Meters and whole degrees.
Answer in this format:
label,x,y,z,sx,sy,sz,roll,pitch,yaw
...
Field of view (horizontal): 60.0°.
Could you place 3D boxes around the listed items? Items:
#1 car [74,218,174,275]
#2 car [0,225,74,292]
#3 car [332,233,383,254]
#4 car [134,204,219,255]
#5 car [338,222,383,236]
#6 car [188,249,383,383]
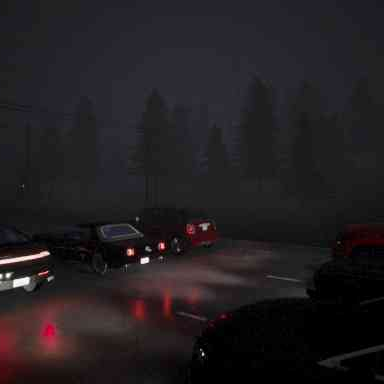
label,x,y,z,sx,sy,sz,roll,pitch,yaw
car,-3.076,1.601,10.474,4.718,1.301,1.895,0,0,37
car,-5.205,1.491,7.698,4.902,1.511,2.128,0,0,35
car,4.353,1.601,5.191,4.718,1.301,1.895,0,0,35
car,-1.256,1.352,13.480,4.553,1.767,2.097,0,0,36
car,6.413,1.221,8.020,5.566,2.045,2.150,0,0,35
car,2.199,1.492,2.408,4.902,1.511,2.128,0,0,36
